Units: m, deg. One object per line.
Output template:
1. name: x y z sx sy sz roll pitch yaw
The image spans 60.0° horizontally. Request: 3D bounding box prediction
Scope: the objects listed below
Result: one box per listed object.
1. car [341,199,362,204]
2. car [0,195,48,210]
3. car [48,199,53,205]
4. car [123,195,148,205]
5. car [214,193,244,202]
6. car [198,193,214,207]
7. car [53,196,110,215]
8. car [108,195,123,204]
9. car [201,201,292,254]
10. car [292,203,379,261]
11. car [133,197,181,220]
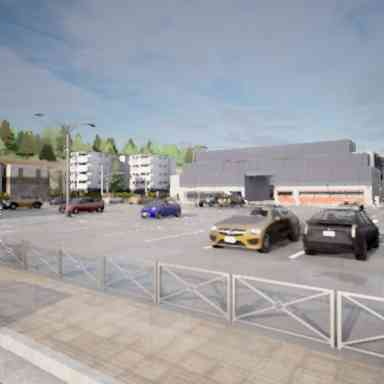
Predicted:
1. car: 13.607 1.395 28.687 1.970 1.475 3.806 0 0 35
2. car: -20.448 1.172 40.149 1.932 1.855 4.605 0 0 35
3. car: -20.358 1.386 52.330 2.007 1.523 4.514 0 0 35
4. car: -7.872 1.223 52.554 2.152 1.636 5.027 0 0 35
5. car: 5.201 1.138 43.851 1.932 1.855 4.605 0 0 35
6. car: 2.588 1.123 45.187 1.905 1.878 3.866 0 0 35
7. car: -10.673 1.350 32.394 2.007 1.523 4.514 0 0 35
8. car: -13.305 1.314 55.985 1.970 1.475 3.806 0 0 35
9. car: 2.738 1.341 13.511 2.152 1.636 5.027 0 0 35
10. car: 5.333 1.344 11.747 2.007 1.523 4.514 0 0 35
11. car: -2.528 1.353 26.606 1.845 1.501 3.633 0 0 35
